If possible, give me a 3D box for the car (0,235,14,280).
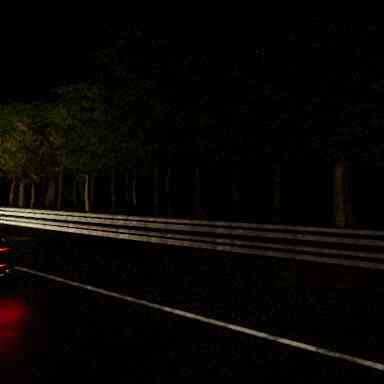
[{"bbox_3d":[-6.525,1.516,8.831,4.892,1.490,1.837,0,0,38],"label":"car"}]
